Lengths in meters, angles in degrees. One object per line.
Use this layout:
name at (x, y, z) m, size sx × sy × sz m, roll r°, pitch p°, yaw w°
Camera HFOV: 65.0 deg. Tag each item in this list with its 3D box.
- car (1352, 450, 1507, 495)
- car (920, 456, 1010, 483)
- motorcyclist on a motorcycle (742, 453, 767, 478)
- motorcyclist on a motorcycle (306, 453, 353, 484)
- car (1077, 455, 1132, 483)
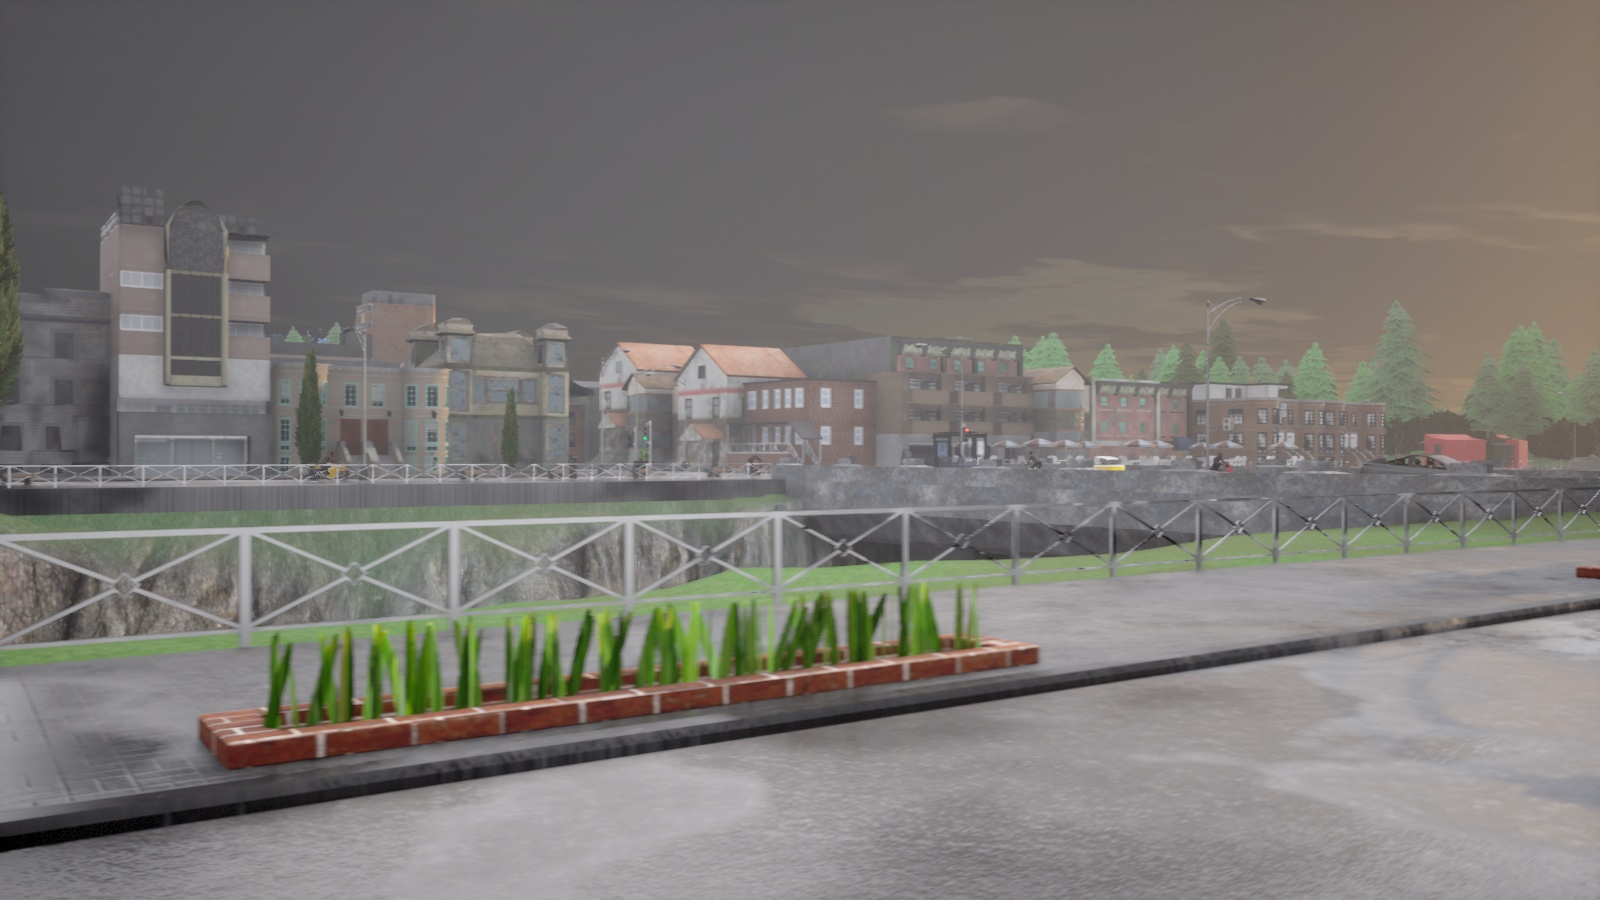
car at (22.282, 0.754, 44.629) m, size 2.007 × 1.525 × 4.514 m, roll 0°, pitch 0°, yaw -34°
car at (8.410, 0.985, 64.486) m, size 1.895 × 1.301 × 4.718 m, roll 0°, pitch 0°, yaw -35°
motorcyclist on a motorcycle at (-2.913, 0.984, 80.864) m, size 0.866 × 1.530 × 2.191 m, roll -1°, pitch 0°, yaw 19°
motorcyclist on a motorcycle at (-23.607, 0.931, 63.034) m, size 2.044 × 1.523 × 0.797 m, roll 0°, pitch 0°, yaw -35°
car at (15.019, 0.920, 61.984) m, size 1.481 × 1.376 × 2.207 m, roll 0°, pitch 0°, yaw -35°
